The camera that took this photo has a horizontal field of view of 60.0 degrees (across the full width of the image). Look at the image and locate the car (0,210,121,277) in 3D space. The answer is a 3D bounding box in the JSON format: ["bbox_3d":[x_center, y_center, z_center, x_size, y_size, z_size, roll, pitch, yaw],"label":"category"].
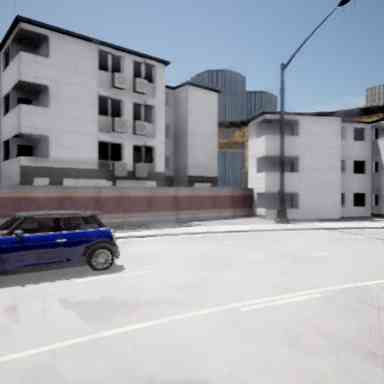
[{"bbox_3d":[-4.390,1.318,9.169,4.553,1.767,2.097,0,0,-33],"label":"car"}]
